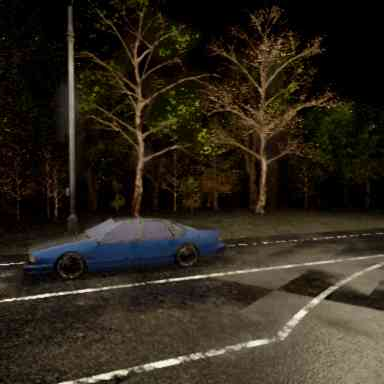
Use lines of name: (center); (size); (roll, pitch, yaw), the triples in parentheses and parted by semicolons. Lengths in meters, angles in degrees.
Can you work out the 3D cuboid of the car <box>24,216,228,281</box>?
car: (-1.688, 1.397, 9.341); (5.357, 1.411, 2.033); (-1, 1, -22)
